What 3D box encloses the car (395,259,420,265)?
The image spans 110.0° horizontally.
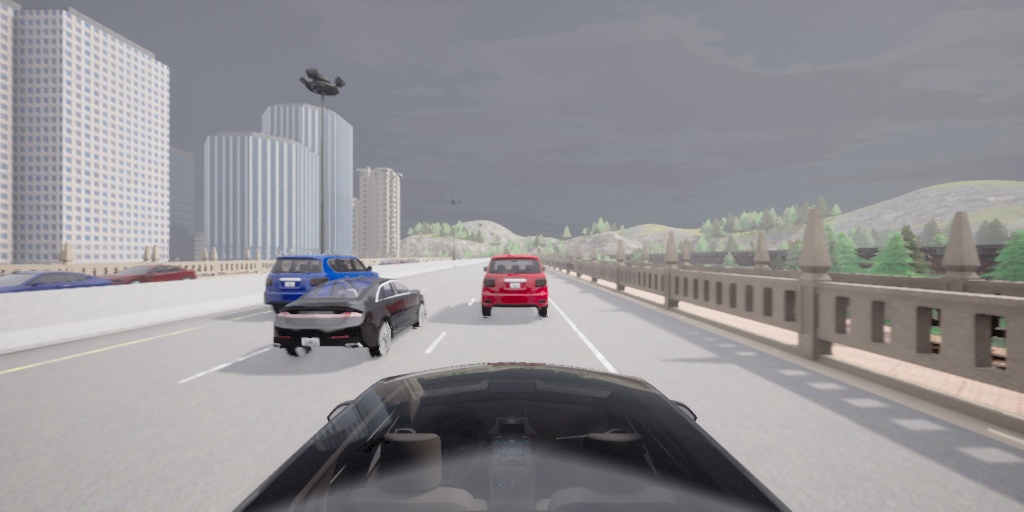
[{"bbox_3d":[-14.097,1.247,49.927,2.128,1.511,4.902,0,0,0],"label":"car"}]

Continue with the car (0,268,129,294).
[{"bbox_3d":[-17.606,1.281,13.183,1.812,1.442,4.674,0,0,0],"label":"car"}]

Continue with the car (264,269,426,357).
[{"bbox_3d":[-3.411,1.243,8.500,2.128,1.511,4.902,0,0,0],"label":"car"}]

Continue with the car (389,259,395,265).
[{"bbox_3d":[-17.586,1.233,54.987,1.882,1.535,5.008,0,0,0],"label":"car"}]

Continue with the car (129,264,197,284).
[{"bbox_3d":[-21.109,1.234,20.818,1.882,1.535,5.008,0,0,0],"label":"car"}]

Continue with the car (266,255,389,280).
[{"bbox_3d":[-6.907,0.974,13.830,2.150,2.045,5.566,0,0,0],"label":"car"}]

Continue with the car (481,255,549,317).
[{"bbox_3d":[0.093,0.972,13.340,2.150,2.045,5.566,0,0,0],"label":"car"}]
